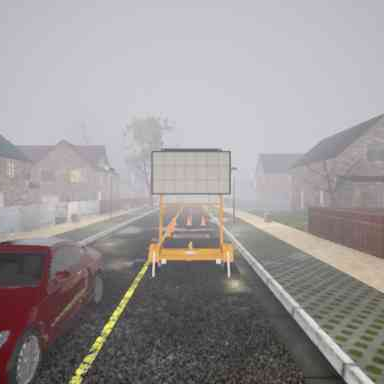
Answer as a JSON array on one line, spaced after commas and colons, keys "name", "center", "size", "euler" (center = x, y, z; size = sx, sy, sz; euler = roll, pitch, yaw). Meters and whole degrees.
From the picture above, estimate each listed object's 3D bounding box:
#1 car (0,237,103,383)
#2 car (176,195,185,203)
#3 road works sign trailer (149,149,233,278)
[{"name": "car", "center": [-2.764, 1.533, 5.329], "size": [1.812, 1.442, 4.674], "euler": [0, 0, 0]}, {"name": "car", "center": [-2.987, 1.861, 90.166], "size": [2.150, 2.045, 5.566], "euler": [0, -1, 0]}, {"name": "road works sign trailer", "center": [-0.026, 0.480, 10.196], "size": [2.380, 3.560, 2.880], "euler": [0, 0, 0]}]
